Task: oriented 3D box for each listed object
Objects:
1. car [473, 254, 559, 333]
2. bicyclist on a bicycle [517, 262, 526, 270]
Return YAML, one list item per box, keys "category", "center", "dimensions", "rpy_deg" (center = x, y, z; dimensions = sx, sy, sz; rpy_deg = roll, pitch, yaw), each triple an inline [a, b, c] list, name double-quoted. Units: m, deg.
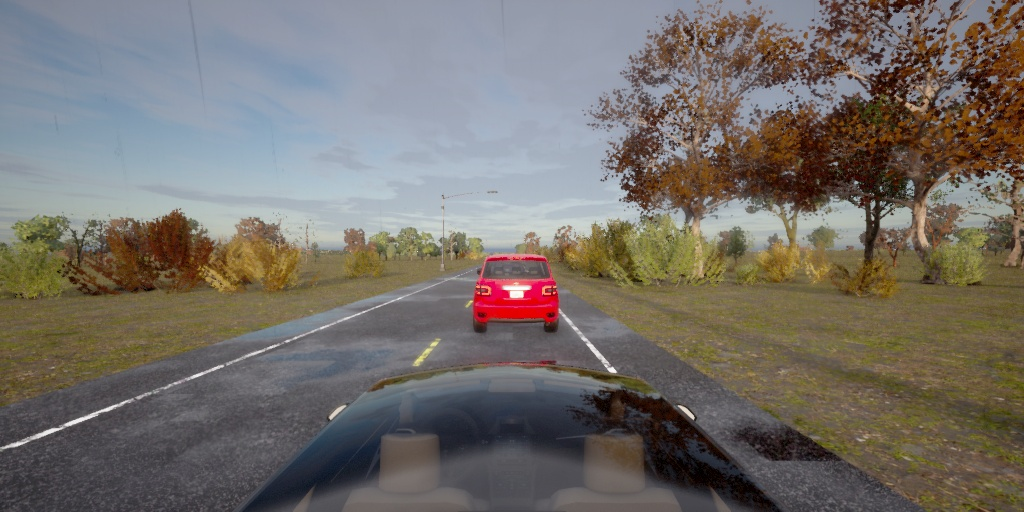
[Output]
- category: "car"
  center: [0.083, 0.968, 10.884]
  dimensions: [2.150, 2.045, 5.566]
  rpy_deg: [0, 0, -1]
- category: "bicyclist on a bicycle"
  center: [0.872, 1.110, 30.063]
  dimensions: [0.659, 1.776, 1.843]
  rpy_deg: [0, 0, 0]
